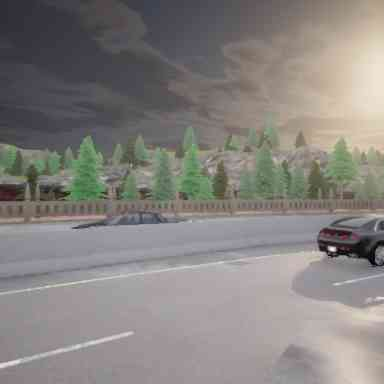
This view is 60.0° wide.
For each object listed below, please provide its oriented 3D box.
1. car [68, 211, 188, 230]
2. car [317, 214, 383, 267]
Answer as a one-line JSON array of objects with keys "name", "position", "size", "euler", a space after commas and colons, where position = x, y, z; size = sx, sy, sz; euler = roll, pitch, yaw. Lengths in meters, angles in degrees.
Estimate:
[{"name": "car", "position": [-2.649, 1.565, 14.612], "size": [5.357, 1.411, 2.033], "euler": [0, 0, -32]}, {"name": "car", "position": [6.491, 1.528, 11.470], "size": [4.892, 1.490, 1.837], "euler": [0, 0, -28]}]
